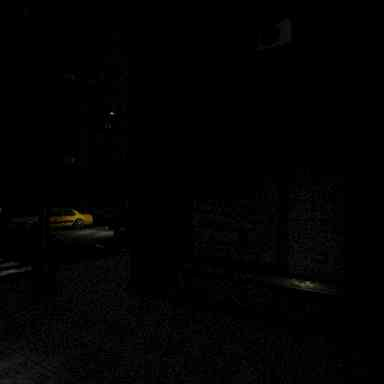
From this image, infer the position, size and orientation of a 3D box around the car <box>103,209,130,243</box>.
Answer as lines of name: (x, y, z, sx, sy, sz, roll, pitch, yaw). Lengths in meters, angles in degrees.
car: (-1.604, 1.561, 15.190, 1.947, 1.339, 4.313, 0, 0, 36)

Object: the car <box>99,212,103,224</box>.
car: (-4.975, 1.584, 24.270, 2.008, 1.369, 4.403, 0, 0, 36)

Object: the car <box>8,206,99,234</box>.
car: (-8.224, 1.554, 19.729, 1.752, 1.417, 4.829, 0, 0, 36)

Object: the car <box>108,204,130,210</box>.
car: (-3.078, 1.500, 22.555, 1.882, 1.535, 5.008, 0, 0, 36)
